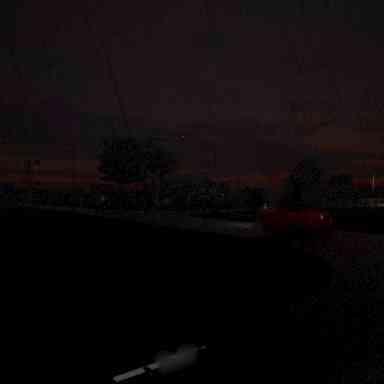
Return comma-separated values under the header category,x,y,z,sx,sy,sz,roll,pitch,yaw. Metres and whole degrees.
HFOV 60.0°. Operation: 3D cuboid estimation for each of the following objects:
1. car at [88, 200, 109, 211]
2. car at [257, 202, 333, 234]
category,x,y,z,sx,sy,sz,roll,pitch,yaw
car,-13.257,1.840,47.272,1.812,1.442,4.674,-1,0,-35
car,5.963,1.402,19.899,2.097,1.767,4.553,-1,0,-30
